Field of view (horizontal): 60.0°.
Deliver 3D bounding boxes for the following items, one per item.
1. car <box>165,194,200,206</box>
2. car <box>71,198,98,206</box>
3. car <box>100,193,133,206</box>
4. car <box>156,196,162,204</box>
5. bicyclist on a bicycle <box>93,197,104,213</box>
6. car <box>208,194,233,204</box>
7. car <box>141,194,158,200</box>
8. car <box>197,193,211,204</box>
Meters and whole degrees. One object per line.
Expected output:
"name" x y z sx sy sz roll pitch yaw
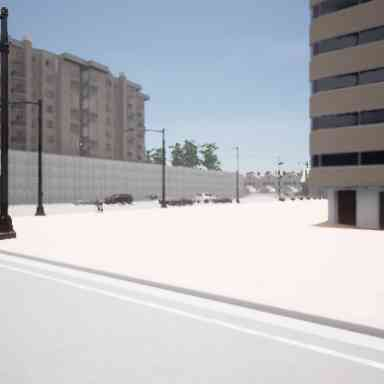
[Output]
"car" -1.457 1.545 53.894 2.033 1.411 5.357 0 0 36
"car" -17.633 1.594 55.534 1.895 1.301 4.718 0 0 36
"car" -12.513 1.218 56.663 2.150 2.045 5.566 0 0 36
"car" -3.515 1.597 57.005 1.895 1.301 4.718 0 0 36
"bicyclist on a bicycle" -9.295 1.297 32.909 1.656 1.620 0.582 0 0 36
"car" 5.855 1.545 64.129 2.033 1.411 5.357 0 0 36
"car" -8.436 1.110 68.225 1.837 1.490 4.892 0 0 36
"car" 2.788 1.219 65.858 2.150 2.045 5.566 0 0 36
